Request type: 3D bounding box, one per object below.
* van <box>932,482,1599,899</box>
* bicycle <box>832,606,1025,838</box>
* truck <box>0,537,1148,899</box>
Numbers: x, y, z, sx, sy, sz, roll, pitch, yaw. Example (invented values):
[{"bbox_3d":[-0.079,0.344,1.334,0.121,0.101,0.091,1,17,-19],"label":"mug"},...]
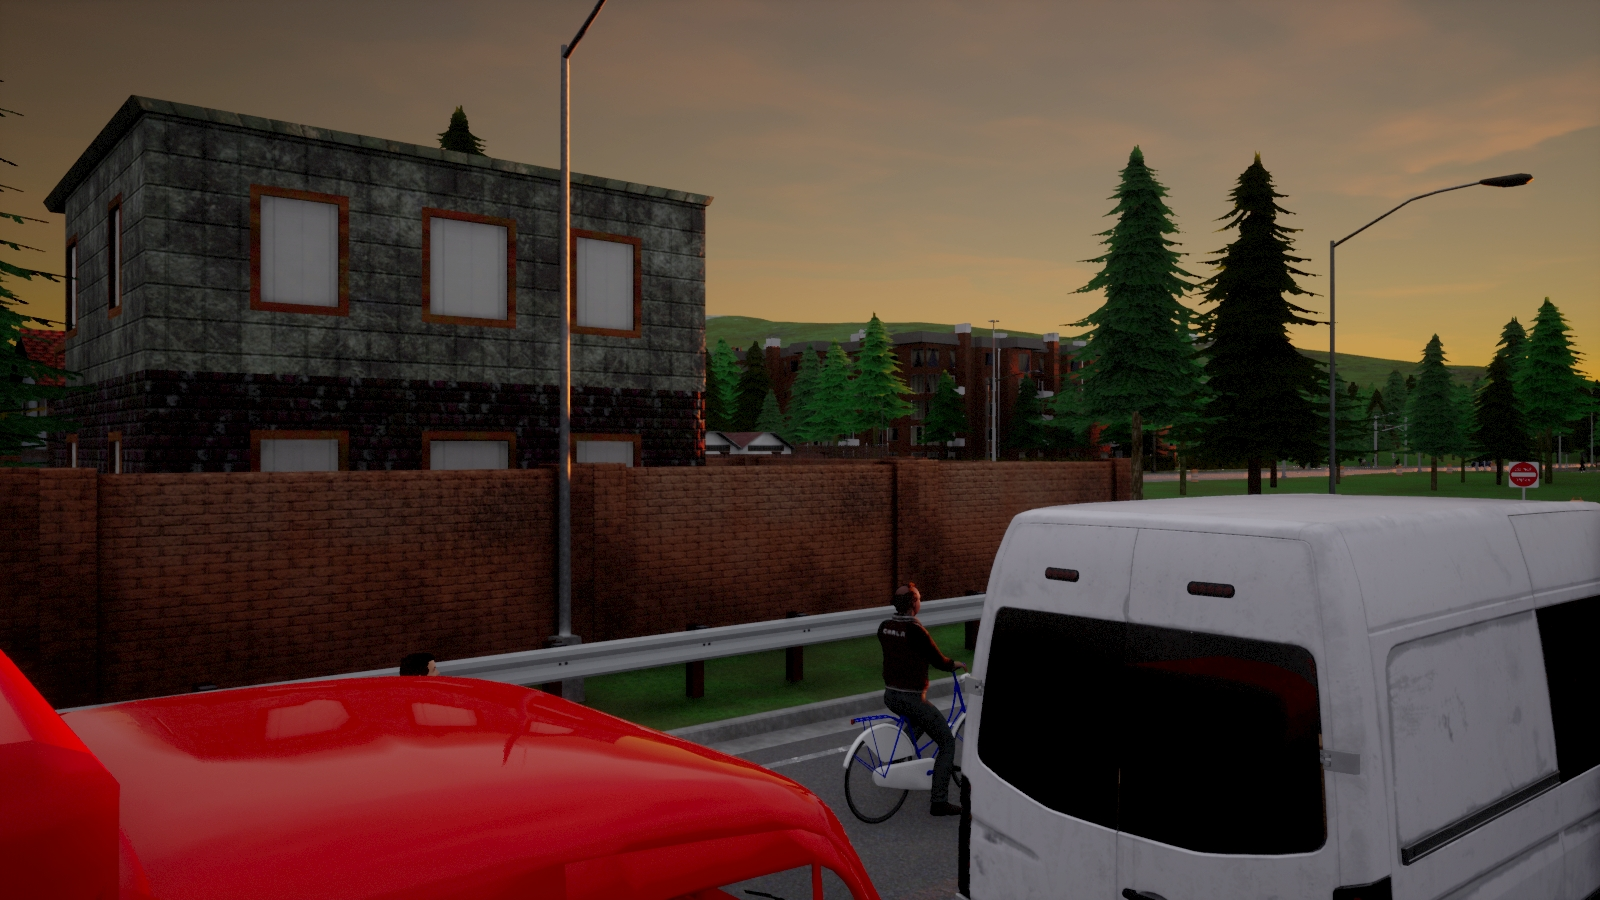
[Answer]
[{"bbox_3d":[3.509,1.534,6.458,5.915,2.561,1.988,0,0,-40],"label":"van"},{"bbox_3d":[1.045,2.060,8.955,1.835,1.471,0.329,0,0,-40],"label":"bicycle"},{"bbox_3d":[-2.109,1.568,1.686,5.204,2.467,2.627,0,0,-40],"label":"truck"}]
